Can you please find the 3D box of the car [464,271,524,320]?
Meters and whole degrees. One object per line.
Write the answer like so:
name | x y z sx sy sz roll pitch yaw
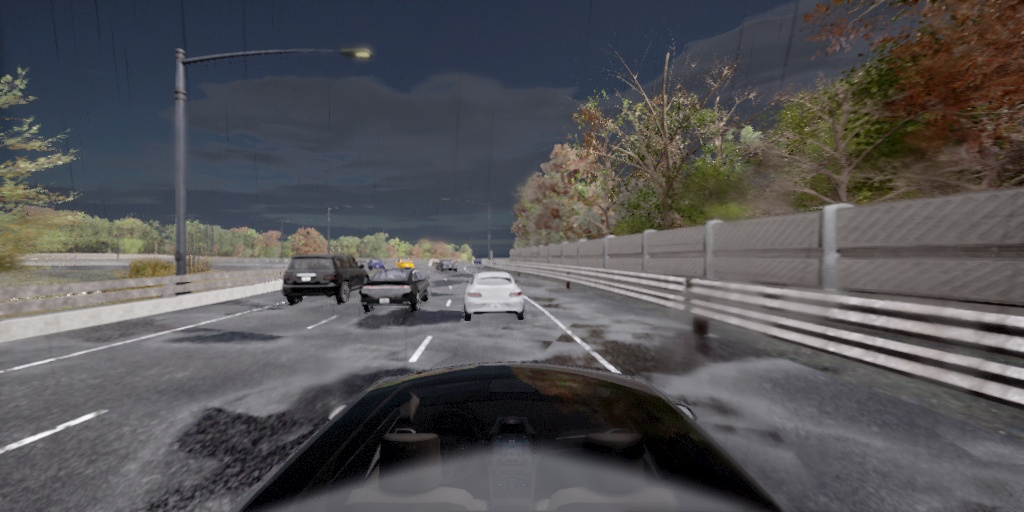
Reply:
car | -0.668 1.245 12.390 1.812 1.442 4.674 0 0 -5

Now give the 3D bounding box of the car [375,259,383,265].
car | -19.050 1.189 50.028 1.812 1.442 4.674 0 0 -27

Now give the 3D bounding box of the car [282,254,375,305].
car | -8.135 0.953 16.192 2.150 2.045 5.566 0 0 -8

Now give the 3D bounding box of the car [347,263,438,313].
car | -4.346 1.218 13.922 2.128 1.511 4.902 0 0 -6

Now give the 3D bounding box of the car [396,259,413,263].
car | -14.964 1.128 49.710 1.882 1.535 5.008 0 0 -26

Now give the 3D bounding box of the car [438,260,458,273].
car | -7.781 1.197 42.217 2.033 1.411 5.357 0 0 -21
